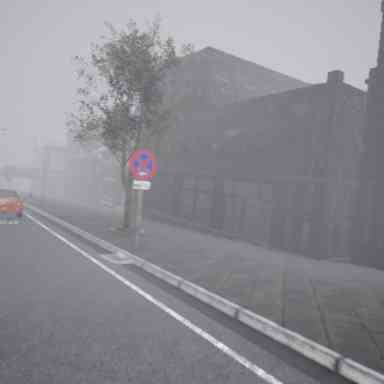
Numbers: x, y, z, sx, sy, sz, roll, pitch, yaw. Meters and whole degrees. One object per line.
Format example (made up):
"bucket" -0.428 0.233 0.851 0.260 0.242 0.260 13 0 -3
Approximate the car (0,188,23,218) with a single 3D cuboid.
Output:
"car" -11.776 0.519 20.503 2.097 1.767 4.553 4 0 -33
